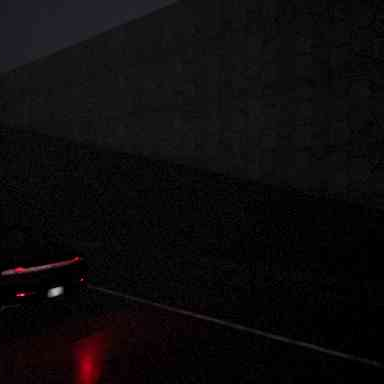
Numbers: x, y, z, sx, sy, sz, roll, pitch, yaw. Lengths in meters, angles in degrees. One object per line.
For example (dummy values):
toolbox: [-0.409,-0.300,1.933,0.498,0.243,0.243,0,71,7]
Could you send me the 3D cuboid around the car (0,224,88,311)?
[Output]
car: [-4.247,1.441,7.006,4.902,1.511,2.128,1,0,36]
